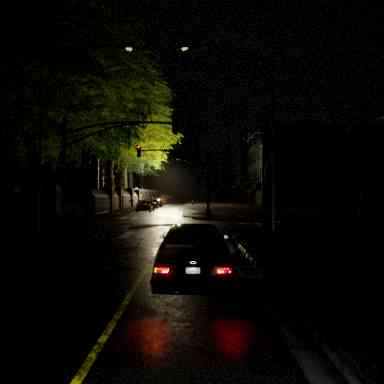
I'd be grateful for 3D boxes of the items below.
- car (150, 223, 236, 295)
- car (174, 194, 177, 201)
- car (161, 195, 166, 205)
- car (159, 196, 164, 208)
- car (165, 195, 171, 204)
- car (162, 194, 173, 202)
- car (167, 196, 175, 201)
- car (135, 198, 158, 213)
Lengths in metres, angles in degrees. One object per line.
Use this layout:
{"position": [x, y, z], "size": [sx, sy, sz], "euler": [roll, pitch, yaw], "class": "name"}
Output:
{"position": [0.044, 1.551, 8.866], "size": [2.033, 1.411, 5.357], "euler": [0, 0, 1], "class": "car"}
{"position": [-5.597, 1.615, 83.448], "size": [1.967, 1.590, 4.097], "euler": [1, 0, 0], "class": "car"}
{"position": [-5.434, 1.621, 50.747], "size": [1.947, 1.339, 4.313], "euler": [1, 0, 0], "class": "car"}
{"position": [-5.406, 1.595, 45.297], "size": [2.008, 1.369, 4.403], "euler": [1, 0, 0], "class": "car"}
{"position": [-5.489, 1.667, 61.647], "size": [1.802, 1.307, 4.206], "euler": [1, 0, 0], "class": "car"}
{"position": [-5.511, 1.419, 67.098], "size": [2.192, 1.841, 5.009], "euler": [1, 0, 0], "class": "car"}
{"position": [-5.626, 1.728, 88.728], "size": [1.752, 1.417, 4.829], "euler": [1, 0, 0], "class": "car"}
{"position": [-5.397, 1.583, 38.161], "size": [2.008, 1.369, 4.403], "euler": [1, 0, 0], "class": "car"}
